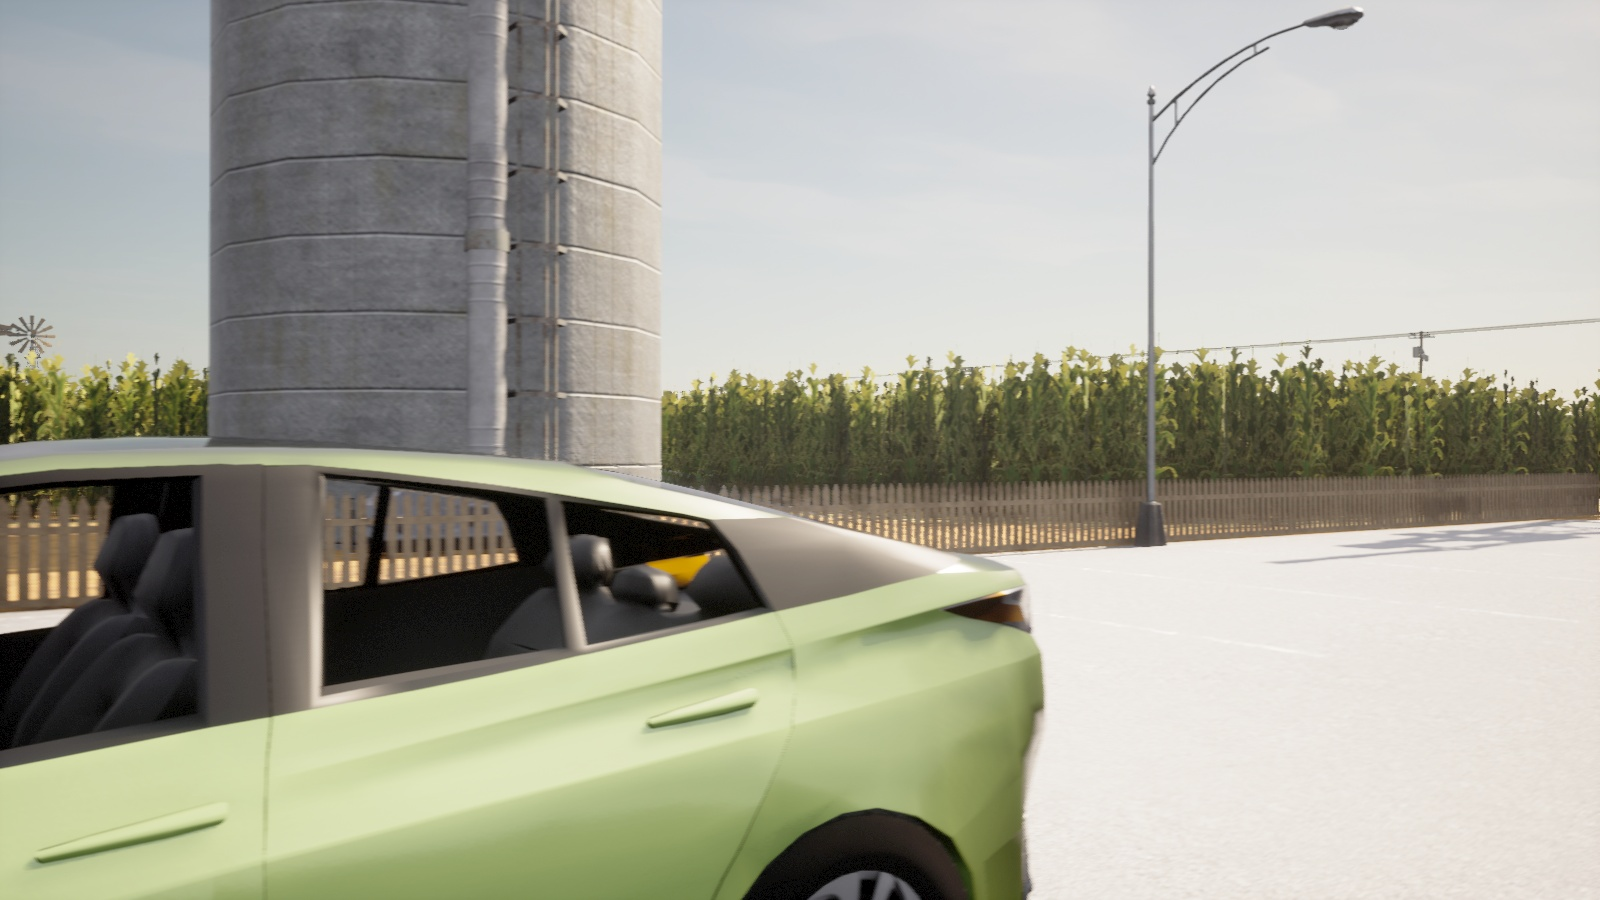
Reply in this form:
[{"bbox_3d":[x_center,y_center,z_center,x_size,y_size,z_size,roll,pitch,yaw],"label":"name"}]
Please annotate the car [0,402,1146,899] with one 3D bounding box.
[{"bbox_3d":[-1.598,0.701,2.547,4.514,1.525,2.007,0,0,-35],"label":"car"}]
